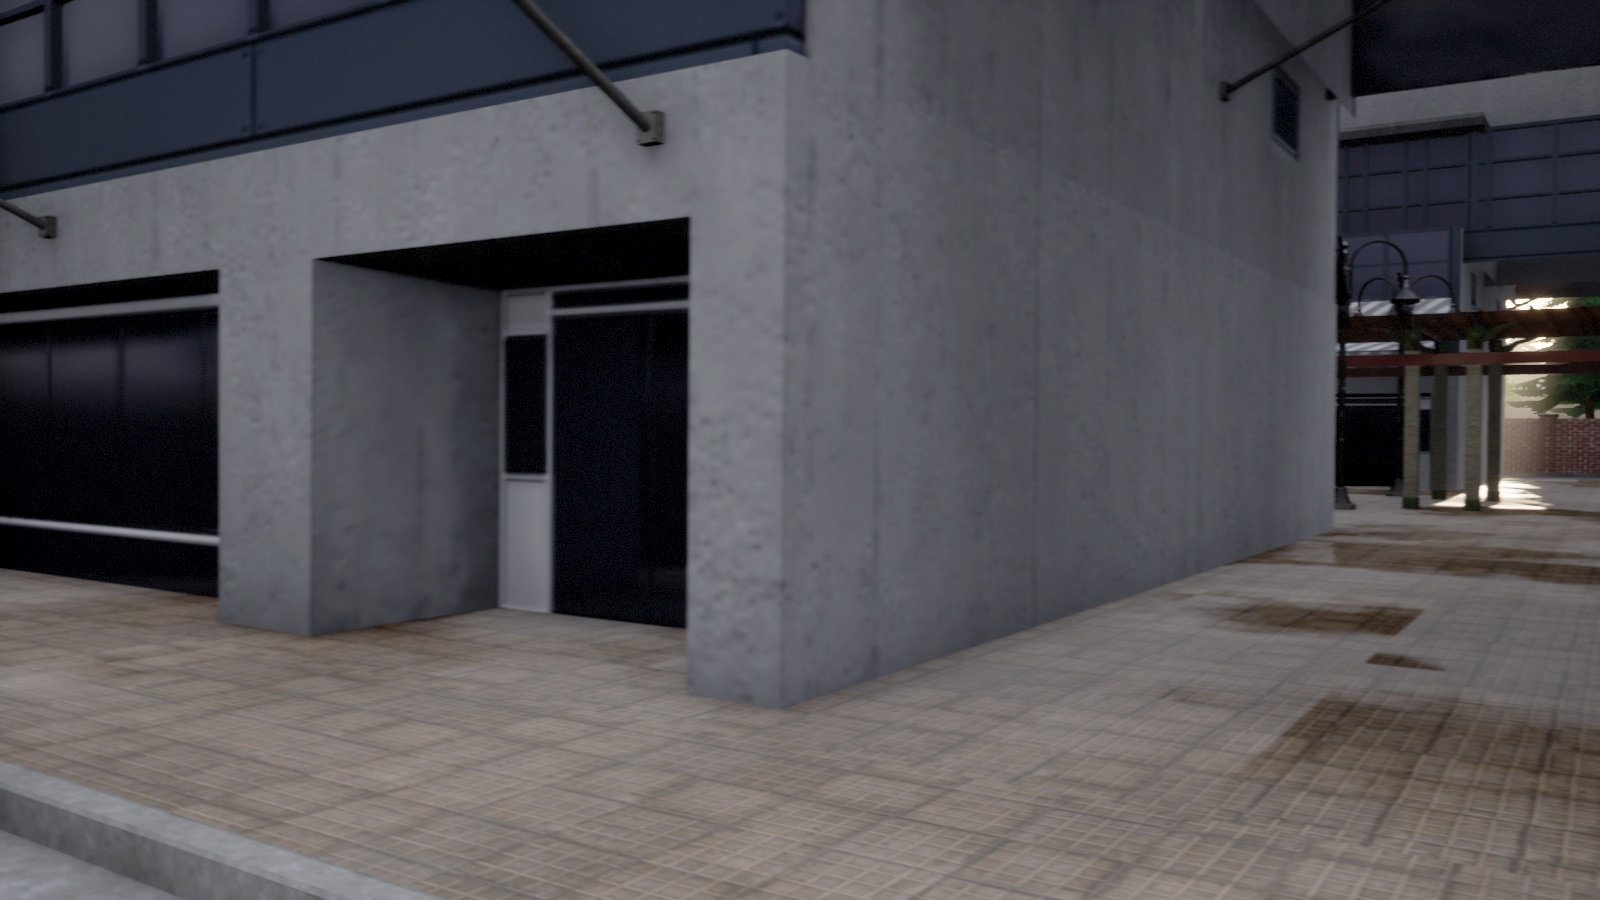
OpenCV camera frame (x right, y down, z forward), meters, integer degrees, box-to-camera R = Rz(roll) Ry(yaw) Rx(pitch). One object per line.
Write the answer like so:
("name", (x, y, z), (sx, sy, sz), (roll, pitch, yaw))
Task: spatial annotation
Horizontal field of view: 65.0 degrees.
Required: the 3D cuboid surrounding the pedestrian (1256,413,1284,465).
("pedestrian", (17.183, -0.390, 45.882), (0.849, 1.883, 0.563), (0, 1, 33))
